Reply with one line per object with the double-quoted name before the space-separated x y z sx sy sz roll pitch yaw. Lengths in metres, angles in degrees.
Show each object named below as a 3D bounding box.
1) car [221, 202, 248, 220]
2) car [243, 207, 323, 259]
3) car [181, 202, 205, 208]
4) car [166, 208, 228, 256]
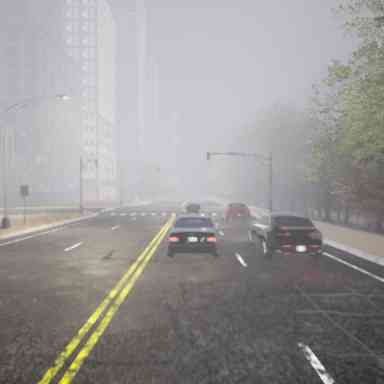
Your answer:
"car" 3.339 1.489 25.925 1.882 1.535 5.008 0 0 0
"car" 3.341 1.508 12.608 1.837 1.490 4.892 0 -1 0
"car" 0.089 1.537 26.307 1.812 1.442 4.674 0 0 0
"car" 0.082 1.551 13.026 2.033 1.411 5.357 0 0 1
